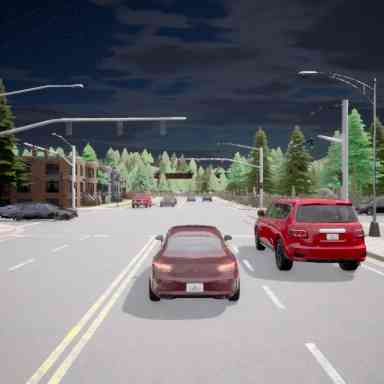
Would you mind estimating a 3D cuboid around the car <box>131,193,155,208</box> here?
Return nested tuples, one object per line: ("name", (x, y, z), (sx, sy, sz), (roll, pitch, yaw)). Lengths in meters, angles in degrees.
("car", (-7.169, 1.221, 47.908), (2.150, 2.045, 5.566), (0, 0, 2))

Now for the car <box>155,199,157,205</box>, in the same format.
("car", (-7.205, 1.525, 57.307), (1.812, 1.442, 4.674), (0, 0, 0))

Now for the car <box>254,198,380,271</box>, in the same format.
("car", (3.553, 1.221, 11.066), (2.150, 2.045, 5.566), (0, 0, 0))

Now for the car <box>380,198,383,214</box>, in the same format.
("car", (18.261, 1.352, 32.457), (4.553, 1.767, 2.097), (0, 0, 0))

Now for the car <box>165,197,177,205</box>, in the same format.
("car", (-3.700, 1.564, 59.792), (1.994, 1.385, 4.181), (0, 0, 0))

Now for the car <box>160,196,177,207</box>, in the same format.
("car", (-3.702, 1.352, 51.184), (2.097, 1.767, 4.553), (0, 0, 0))

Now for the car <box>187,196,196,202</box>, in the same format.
("car", (-0.152, 1.553, 74.575), (1.994, 1.385, 4.181), (0, 0, 0))

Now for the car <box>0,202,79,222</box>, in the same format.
("car", (-11.651, 1.547, 25.640), (5.357, 1.411, 2.033), (0, 0, 0))

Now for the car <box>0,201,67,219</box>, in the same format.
("car", (-14.078, 1.547, 29.248), (5.357, 1.411, 2.033), (0, 0, -3))

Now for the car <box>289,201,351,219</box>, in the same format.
("car", (11.002, 1.525, 28.783), (4.674, 1.442, 1.812), (0, 0, 0))

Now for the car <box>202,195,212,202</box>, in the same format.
("car", (3.356, 1.355, 74.348), (2.097, 1.767, 4.553), (0, 0, 0))

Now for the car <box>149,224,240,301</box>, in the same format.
("car", (0.046, 1.526, 8.185), (1.812, 1.442, 4.674), (0, 0, 0))
